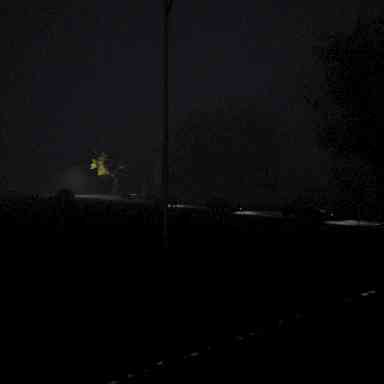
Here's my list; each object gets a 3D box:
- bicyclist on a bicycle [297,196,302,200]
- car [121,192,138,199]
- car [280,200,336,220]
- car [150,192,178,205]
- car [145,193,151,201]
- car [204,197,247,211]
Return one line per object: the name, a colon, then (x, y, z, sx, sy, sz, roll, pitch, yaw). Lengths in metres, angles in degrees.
bicyclist on a bicycle: (11.208, 1.229, 34.596, 1.656, 1.620, 0.582, 0, 1, -33)
car: (-12.239, 0.652, 64.947, 2.128, 1.511, 4.902, 0, 1, -33)
car: (9.183, 1.372, 26.763, 1.812, 1.442, 4.674, 0, 1, -33)
car: (-3.656, 1.042, 46.457, 1.994, 1.385, 4.181, 0, 1, -33)
car: (-6.186, 0.816, 55.702, 1.882, 1.535, 5.008, 0, 1, -33)
car: (3.453, 1.231, 35.539, 2.033, 1.411, 5.357, 0, 1, -33)
